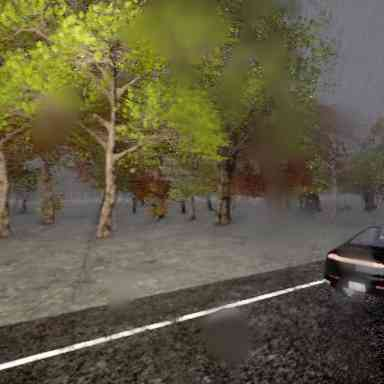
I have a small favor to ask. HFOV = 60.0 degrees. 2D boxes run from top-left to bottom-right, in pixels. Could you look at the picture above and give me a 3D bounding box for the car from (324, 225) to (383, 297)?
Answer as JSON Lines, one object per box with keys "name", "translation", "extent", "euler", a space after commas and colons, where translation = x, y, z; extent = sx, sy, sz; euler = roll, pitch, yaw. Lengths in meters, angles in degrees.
{"name": "car", "translation": [4.944, 1.488, 7.399], "extent": [4.902, 1.511, 2.128], "euler": [0, 0, -36]}
